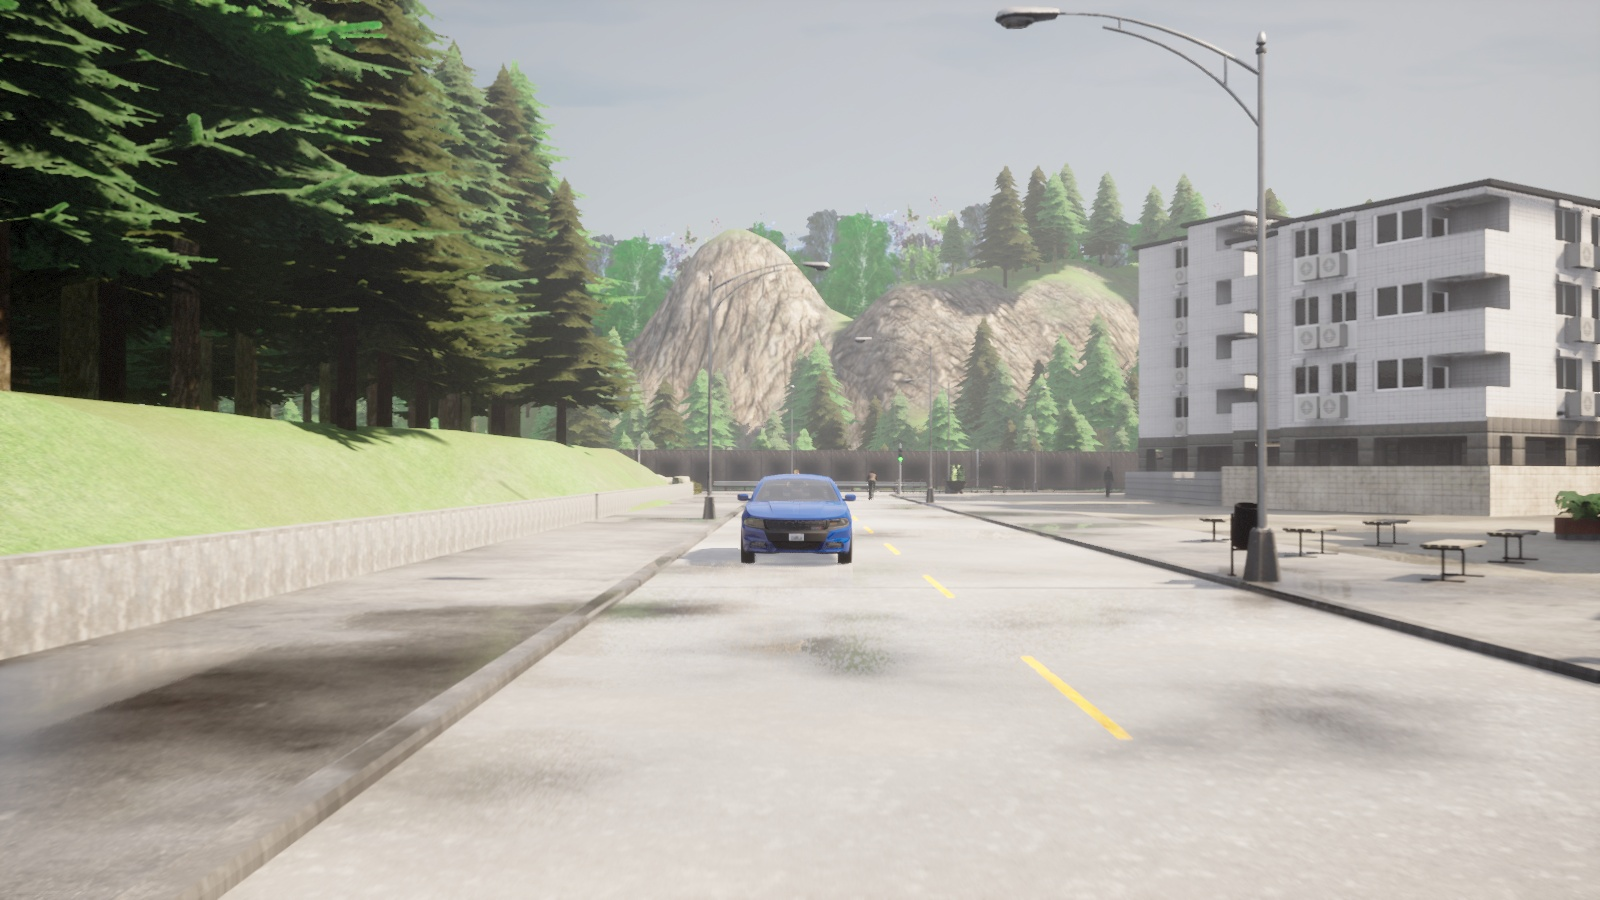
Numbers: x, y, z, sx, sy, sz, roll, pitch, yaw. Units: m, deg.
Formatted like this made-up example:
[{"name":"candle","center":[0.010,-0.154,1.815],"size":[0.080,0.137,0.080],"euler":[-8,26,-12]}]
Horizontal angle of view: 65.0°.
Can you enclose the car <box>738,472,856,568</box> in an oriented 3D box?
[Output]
[{"name":"car","center":[-0.053,1.172,22.687],"size":[1.882,1.535,5.008],"euler":[0,-1,0]}]

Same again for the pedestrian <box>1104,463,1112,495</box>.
[{"name":"pedestrian","center":[17.688,1.660,72.074],"size":[0.353,1.847,0.614],"euler":[0,-1,9]}]
